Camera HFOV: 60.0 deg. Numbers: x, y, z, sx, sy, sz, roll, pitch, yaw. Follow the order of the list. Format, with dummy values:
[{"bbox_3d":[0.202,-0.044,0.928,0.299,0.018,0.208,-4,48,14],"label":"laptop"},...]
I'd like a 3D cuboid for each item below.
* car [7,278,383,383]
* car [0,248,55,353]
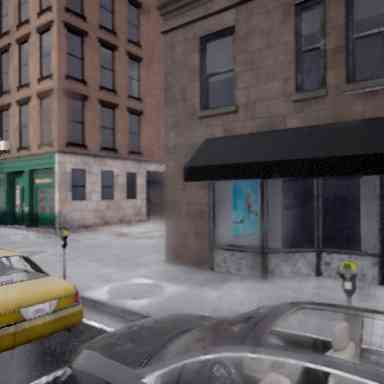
[{"bbox_3d":[0.805,1.552,2.399,4.403,1.369,2.008,0,-1,35],"label":"car"},{"bbox_3d":[-3.902,1.527,5.754,4.829,1.417,1.752,0,-1,35],"label":"car"}]
